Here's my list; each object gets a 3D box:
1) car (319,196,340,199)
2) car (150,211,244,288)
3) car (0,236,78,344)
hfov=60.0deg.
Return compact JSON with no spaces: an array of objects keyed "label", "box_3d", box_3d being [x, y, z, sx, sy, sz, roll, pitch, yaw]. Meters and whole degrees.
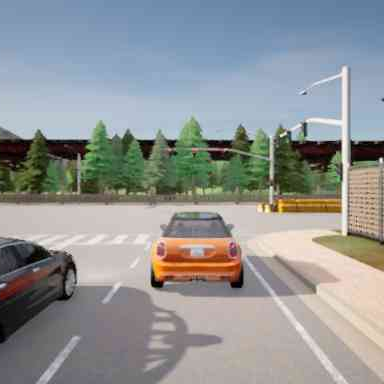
[{"label":"car","box_3d":[18.203,1.273,45.013,4.674,1.442,1.812,0,0,-1]},{"label":"car","box_3d":[0.129,1.299,9.241,2.097,1.767,4.553,0,0,0]},{"label":"car","box_3d":[-3.399,1.474,5.366,1.837,1.490,4.892,0,0,0]}]
